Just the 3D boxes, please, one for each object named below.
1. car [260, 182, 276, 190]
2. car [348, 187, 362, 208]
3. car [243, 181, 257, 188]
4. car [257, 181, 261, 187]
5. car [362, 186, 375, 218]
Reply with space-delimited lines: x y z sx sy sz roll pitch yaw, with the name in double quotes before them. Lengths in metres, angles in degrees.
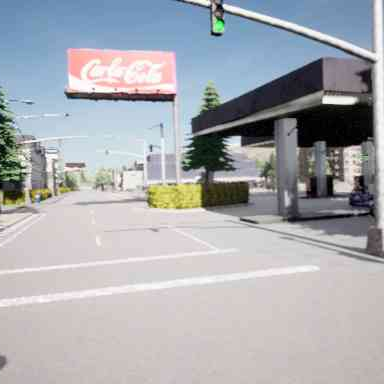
"car" 16.731 -1.203 68.786 2.007 1.523 4.514 -3 2 -18
"car" 13.972 0.360 24.635 4.611 1.667 2.242 -3 2 -18
"car" 14.437 -1.873 87.057 1.905 1.878 3.866 -3 2 -18
"car" 17.072 -1.983 88.345 1.932 1.855 4.605 -3 2 -18
"car" 11.593 0.472 17.910 3.866 1.878 1.905 -3 2 -18
